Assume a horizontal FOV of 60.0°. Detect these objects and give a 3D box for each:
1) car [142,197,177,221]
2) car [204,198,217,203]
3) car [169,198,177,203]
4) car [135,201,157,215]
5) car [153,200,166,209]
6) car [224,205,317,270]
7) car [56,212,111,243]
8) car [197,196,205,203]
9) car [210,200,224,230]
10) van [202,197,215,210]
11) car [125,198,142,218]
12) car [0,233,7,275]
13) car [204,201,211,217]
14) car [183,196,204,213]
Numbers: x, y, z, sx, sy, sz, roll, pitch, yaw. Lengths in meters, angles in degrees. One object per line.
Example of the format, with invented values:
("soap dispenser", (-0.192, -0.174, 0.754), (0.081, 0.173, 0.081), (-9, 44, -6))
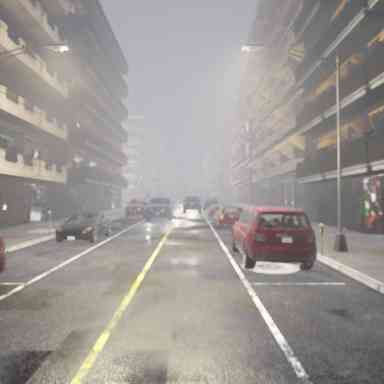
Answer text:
("car", (-2.786, 1.443, 29.593), (2.150, 2.045, 5.566), (0, -1, 0))
("car", (2.499, 1.664, 44.464), (2.192, 1.841, 5.009), (1, -1, 0))
("car", (-5.414, 2.396, 93.647), (1.947, 1.339, 4.313), (1, -1, 0))
("car", (-5.346, 1.844, 38.976), (1.887, 1.381, 4.507), (1, 0, 0))
("car", (-5.367, 2.038, 55.569), (1.802, 1.307, 4.206), (1, -1, 0))
("car", (2.541, 1.393, 11.276), (2.192, 1.841, 5.009), (1, 0, 0))
("car", (-5.318, 1.685, 16.855), (1.947, 1.339, 4.313), (1, 0, 0))
("car", (2.471, 2.145, 93.705), (2.192, 1.841, 5.009), (1, -1, 0))
("car", (2.524, 1.601, 22.338), (1.967, 1.590, 4.097), (1, 0, 0))
("van", (2.491, 1.742, 49.995), (1.690, 1.788, 3.998), (1, -1, 0))
("car", (-5.333, 1.566, 33.446), (2.192, 1.841, 5.009), (1, 0, 0))
("car", (-5.298, 1.355, 5.795), (2.192, 1.841, 5.009), (1, 0, 0))
("car", (2.507, 1.832, 33.399), (1.802, 1.307, 4.206), (1, 0, 0))
("car", (0.043, 1.537, 41.210), (2.150, 2.045, 5.566), (0, -1, 1))
